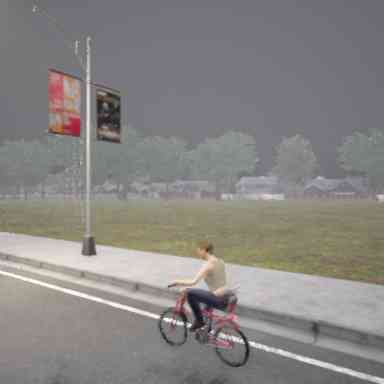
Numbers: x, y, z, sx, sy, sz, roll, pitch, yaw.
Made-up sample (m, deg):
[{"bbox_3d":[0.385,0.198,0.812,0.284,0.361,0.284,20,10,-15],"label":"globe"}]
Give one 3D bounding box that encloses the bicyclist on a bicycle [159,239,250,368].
[{"bbox_3d":[0.111,1.442,4.555,1.509,1.612,0.866,0,0,36],"label":"bicyclist on a bicycle"}]
